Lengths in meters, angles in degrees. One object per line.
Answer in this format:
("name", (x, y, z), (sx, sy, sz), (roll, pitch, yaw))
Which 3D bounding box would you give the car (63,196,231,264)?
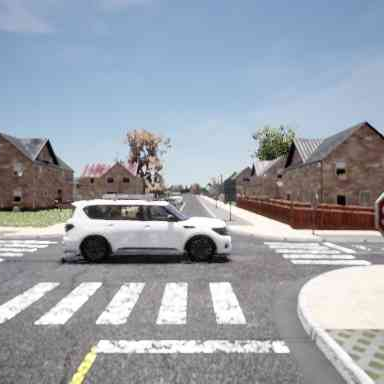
("car", (-1.484, 1.284, 11.404), (5.566, 2.045, 2.150), (0, 0, 0))

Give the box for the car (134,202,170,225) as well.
("car", (-2.868, 1.546, 25.218), (2.033, 1.411, 5.357), (0, 0, 0))

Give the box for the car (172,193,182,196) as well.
("car", (-2.789, 1.215, 59.863), (2.150, 2.045, 5.566), (0, 0, 0))
